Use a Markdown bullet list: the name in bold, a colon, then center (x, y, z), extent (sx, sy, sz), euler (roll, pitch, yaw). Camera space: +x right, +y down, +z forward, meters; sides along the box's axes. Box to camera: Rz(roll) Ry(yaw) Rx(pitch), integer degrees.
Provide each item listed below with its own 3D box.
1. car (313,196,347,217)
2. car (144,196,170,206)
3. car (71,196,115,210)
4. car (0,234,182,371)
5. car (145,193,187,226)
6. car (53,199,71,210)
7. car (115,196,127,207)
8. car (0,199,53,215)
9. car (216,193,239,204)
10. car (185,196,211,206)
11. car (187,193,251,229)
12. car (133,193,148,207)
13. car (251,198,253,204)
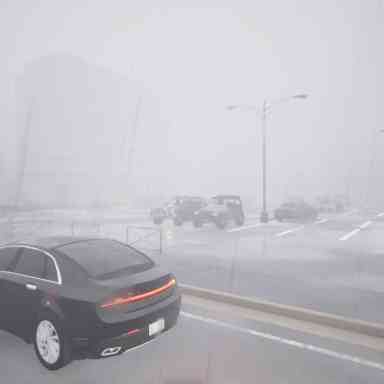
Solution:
- **car**: center (13.779, 1.397, 33.146), extent (1.970, 1.475, 3.806), euler (0, 0, 34)
- **car**: center (-6.028, 1.532, 57.920), extent (1.812, 1.442, 4.674), euler (0, 0, 35)
- **car**: center (-12.470, 1.531, 42.149), extent (1.812, 1.442, 4.674), euler (0, 0, 34)
- **car**: center (-2.429, 1.505, 5.733), extent (4.892, 1.490, 1.837), euler (0, 0, 36)
- **car**: center (-0.632, 1.155, 21.882), extent (1.932, 1.855, 4.605), euler (0, 0, 34)
- **car**: center (-17.144, 1.553, 41.492), extent (2.033, 1.411, 5.357), euler (0, 0, 34)
- **car**: center (-11.807, 1.358, 49.410), extent (2.097, 1.767, 4.553), euler (0, 0, 34)
- **car**: center (-17.472, 1.606, 34.738), extent (1.895, 1.301, 4.718), euler (0, 0, 34)
- **car**: center (6.879, 1.227, 64.252), extent (2.150, 2.045, 5.566), euler (0, 0, 34)
- **car**: center (1.083, 1.483, 55.673), extent (1.882, 1.535, 5.008), euler (0, 0, 34)
- **car**: center (1.732, 1.158, 20.212), extent (1.905, 1.878, 3.866), euler (0, 0, 34)
- **car**: center (-6.584, 1.227, 50.861), extent (2.150, 2.045, 5.566), euler (0, 0, 34)
- **car**: center (9.870, 1.509, 62.456), extent (1.837, 1.490, 4.892), euler (0, 0, 34)
